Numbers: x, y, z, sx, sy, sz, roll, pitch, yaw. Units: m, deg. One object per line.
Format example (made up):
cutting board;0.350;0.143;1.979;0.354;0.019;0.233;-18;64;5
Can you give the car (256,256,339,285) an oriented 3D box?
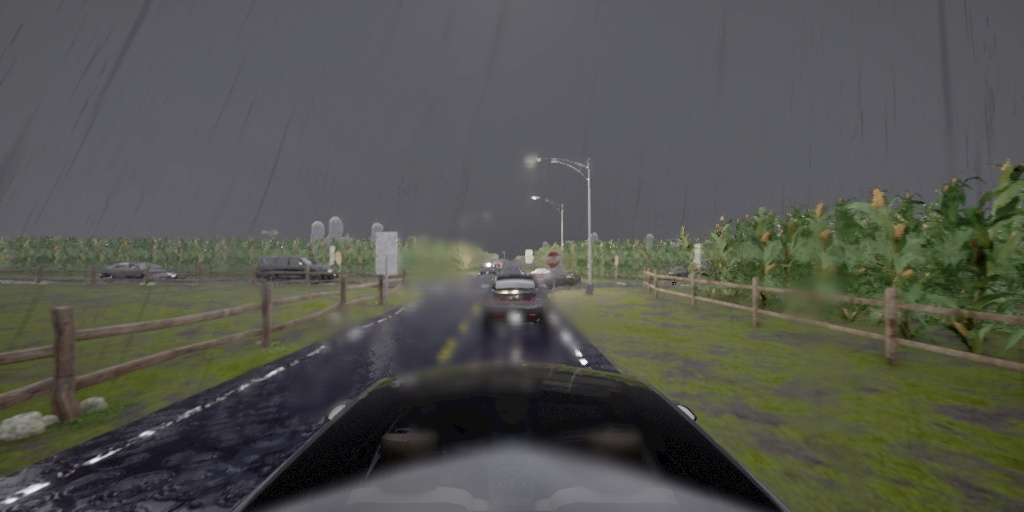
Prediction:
car;-15.857;1.020;26.568;5.566;2.045;2.150;0;-1;0

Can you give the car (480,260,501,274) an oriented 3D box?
car;-2.838;1.541;43.972;2.033;1.411;5.357;0;0;0

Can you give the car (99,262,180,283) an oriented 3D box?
car;-27.575;1.227;26.664;4.902;1.511;2.128;0;-1;1

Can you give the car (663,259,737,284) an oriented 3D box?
car;15.350;1.260;29.183;5.566;2.045;2.150;0;-1;1

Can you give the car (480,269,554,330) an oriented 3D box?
car;0.097;1.314;11.402;1.837;1.490;4.892;0;0;0

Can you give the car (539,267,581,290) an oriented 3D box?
car;2.656;1.429;23.455;2.033;1.411;5.357;0;-1;35

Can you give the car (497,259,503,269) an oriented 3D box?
car;-2.822;1.620;55.478;1.994;1.385;4.181;0;0;0
